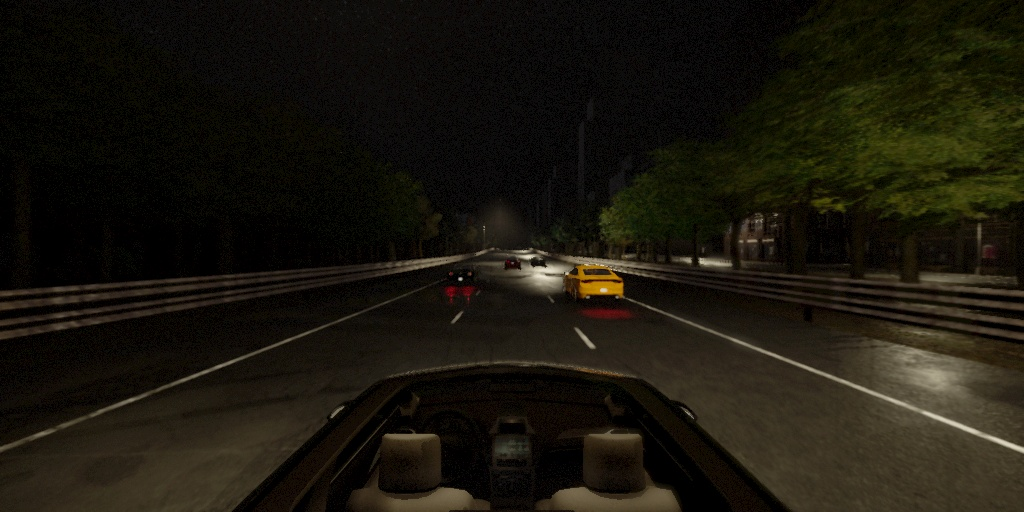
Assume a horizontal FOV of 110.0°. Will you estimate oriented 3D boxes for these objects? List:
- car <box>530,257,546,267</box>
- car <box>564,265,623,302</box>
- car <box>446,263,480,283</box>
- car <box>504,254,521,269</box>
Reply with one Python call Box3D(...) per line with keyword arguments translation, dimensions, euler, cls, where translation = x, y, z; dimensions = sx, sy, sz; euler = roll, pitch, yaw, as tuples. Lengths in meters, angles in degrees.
Box3D(translation=(3.572, 0.795, 49.481), dimensions=(1.994, 1.385, 4.181), euler=(0, 1, 0), cls="car")
Box3D(translation=(3.596, 1.171, 16.570), dimensions=(1.882, 1.535, 5.008), euler=(0, 0, 0), cls="car")
Box3D(translation=(-3.412, 1.189, 25.949), dimensions=(1.895, 1.301, 4.718), euler=(0, 1, 0), cls="car")
Box3D(translation=(0.078, 0.819, 44.035), dimensions=(2.163, 1.488, 4.792), euler=(0, 1, 0), cls="car")
